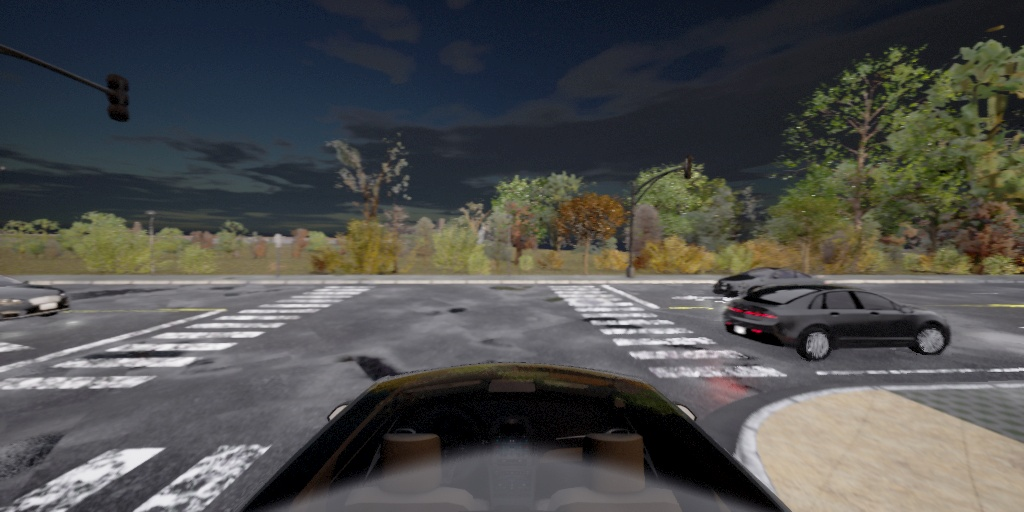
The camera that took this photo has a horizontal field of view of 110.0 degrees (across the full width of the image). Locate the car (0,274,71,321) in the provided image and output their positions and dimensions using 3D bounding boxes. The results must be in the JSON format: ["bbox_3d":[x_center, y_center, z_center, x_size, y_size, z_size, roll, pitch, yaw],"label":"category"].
[{"bbox_3d":[-15.988,1.191,10.331,4.902,1.511,2.128,0,3,-3],"label":"car"}]

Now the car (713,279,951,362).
[{"bbox_3d":[7.627,1.440,8.552,4.892,1.490,1.837,0,1,-8],"label":"car"}]

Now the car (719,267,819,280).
[{"bbox_3d":[11.028,1.188,15.382,4.181,1.385,1.994,0,3,-3],"label":"car"}]
